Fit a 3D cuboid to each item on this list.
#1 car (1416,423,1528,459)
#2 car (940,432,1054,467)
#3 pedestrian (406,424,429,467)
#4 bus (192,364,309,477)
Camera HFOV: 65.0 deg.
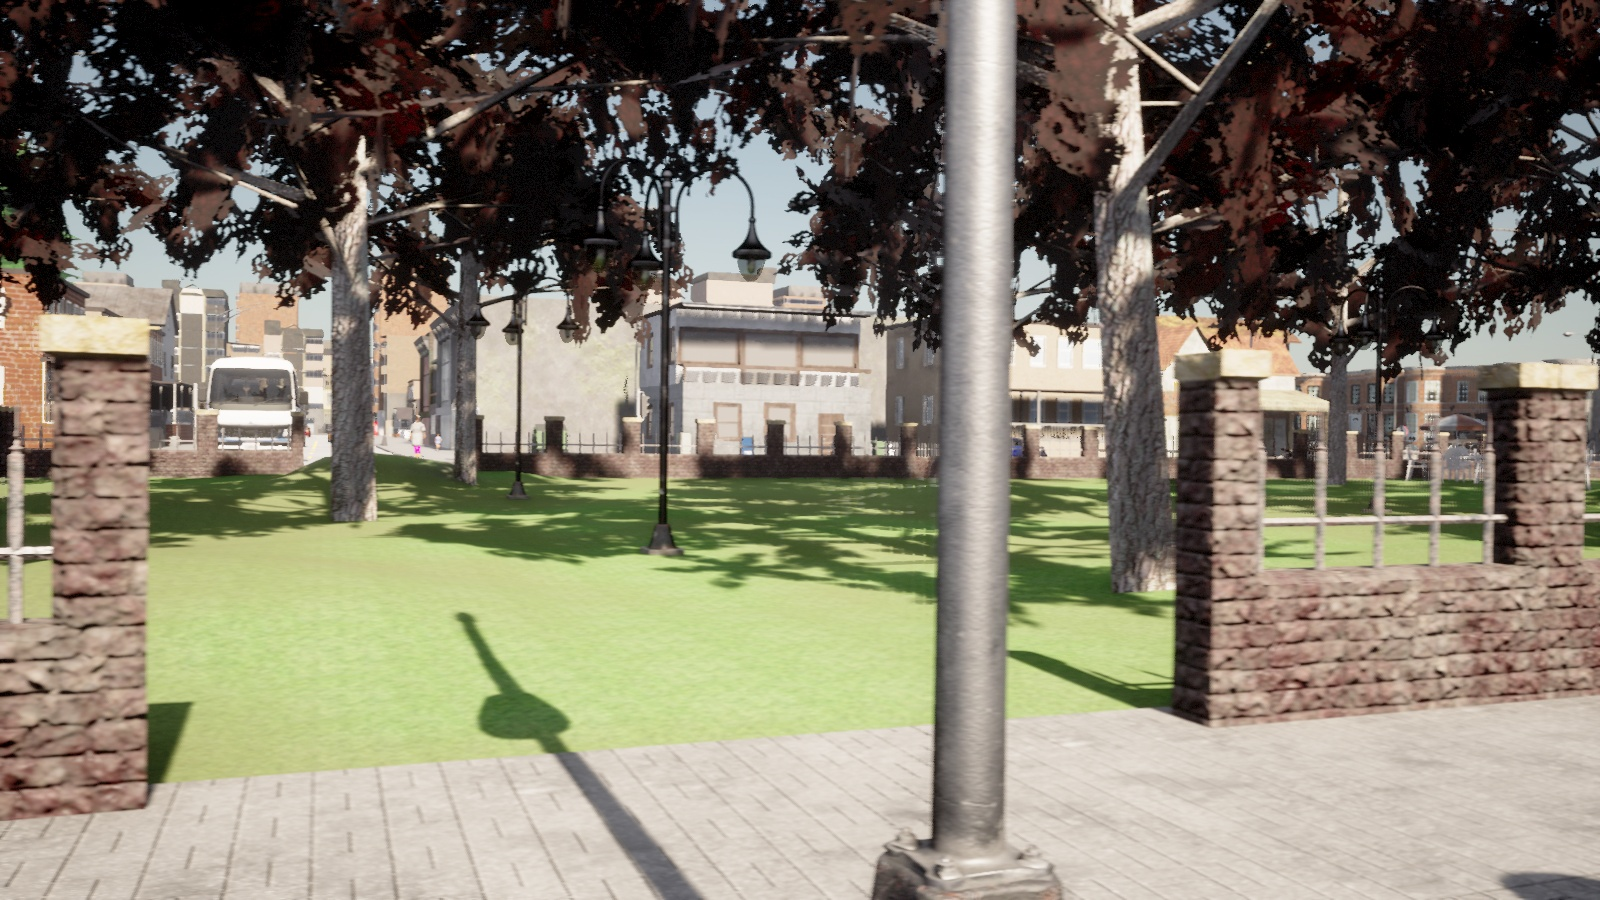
[{"bbox_3d":[32.203,-0.447,60.168,4.611,1.667,2.242,-1,1,-21],"label":"car"},{"bbox_3d":[8.702,-0.044,55.526,4.674,1.442,1.812,-1,1,-21],"label":"car"},{"bbox_3d":[-17.527,-0.218,57.593,0.659,1.952,0.873,0,1,9],"label":"pedestrian"},{"bbox_3d":[-22.951,-1.202,53.016,3.944,4.253,10.273,-1,1,-21],"label":"bus"}]
